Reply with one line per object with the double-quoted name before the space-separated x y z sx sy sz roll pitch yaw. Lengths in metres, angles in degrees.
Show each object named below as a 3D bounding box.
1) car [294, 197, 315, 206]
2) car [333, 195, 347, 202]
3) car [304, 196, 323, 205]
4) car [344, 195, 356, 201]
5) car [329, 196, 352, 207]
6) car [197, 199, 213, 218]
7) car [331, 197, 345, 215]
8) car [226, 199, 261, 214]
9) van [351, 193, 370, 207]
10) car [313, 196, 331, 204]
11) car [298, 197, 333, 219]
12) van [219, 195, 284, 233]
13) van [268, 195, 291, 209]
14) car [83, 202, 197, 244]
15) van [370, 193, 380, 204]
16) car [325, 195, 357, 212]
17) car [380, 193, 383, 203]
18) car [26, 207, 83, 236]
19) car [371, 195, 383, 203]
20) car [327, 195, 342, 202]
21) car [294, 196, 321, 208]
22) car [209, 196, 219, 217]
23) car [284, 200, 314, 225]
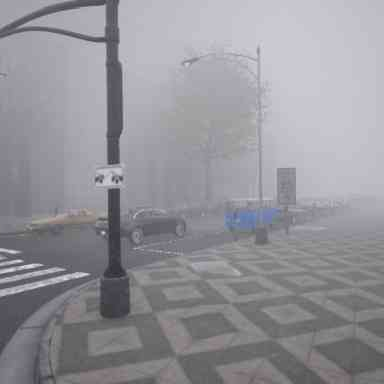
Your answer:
"car" 18.034 1.493 53.328 1.947 1.339 4.313 -1 0 36
"car" 33.160 1.417 74.346 1.887 1.381 4.507 -1 -1 36
"car" 21.024 1.441 57.484 1.752 1.417 4.829 -1 -1 36
"car" 39.520 1.402 83.185 2.008 1.369 4.403 -1 -1 36
"car" 21.799 1.377 48.698 2.033 1.411 5.357 -1 -1 36
"car" -0.502 1.552 27.571 1.887 1.381 4.507 -1 0 36
"car" 12.876 1.409 31.567 1.802 1.307 4.206 -1 0 36
"car" 5.677 1.529 36.157 2.008 1.369 4.403 -1 0 36
"van" 22.358 1.128 44.750 1.690 1.788 3.998 -1 0 36
"car" 24.213 1.454 61.914 2.008 1.369 4.403 -1 -1 36
"car" 9.713 1.386 27.173 1.887 1.381 4.507 -1 0 36
"van" 3.387 1.213 18.387 1.690 1.788 3.998 -1 0 36
"van" 11.853 1.293 44.744 1.690 1.788 3.998 -1 0 36
"car" -2.170 1.429 15.395 2.128 1.511 4.902 -1 -1 36
"van" 28.682 1.103 53.538 1.690 1.788 3.998 -1 -1 36
"car" 16.037 1.364 35.961 2.008 1.369 4.403 -1 0 36
"car" 31.946 1.276 58.068 1.752 1.417 4.829 -1 -1 36
"car" -6.786 1.564 18.849 1.752 1.417 4.829 -1 0 36
"car" 35.009 1.305 62.323 1.947 1.339 4.313 -1 -1 36
"car" 29.980 1.434 69.927 2.008 1.369 4.403 -1 -1 36
"car" 15.957 1.387 45.718 2.128 1.511 4.902 -1 -1 36
"car" 2.584 1.308 31.866 2.192 1.841 5.009 -1 0 36
"car" 6.551 1.422 22.779 1.947 1.339 4.313 -1 0 36
